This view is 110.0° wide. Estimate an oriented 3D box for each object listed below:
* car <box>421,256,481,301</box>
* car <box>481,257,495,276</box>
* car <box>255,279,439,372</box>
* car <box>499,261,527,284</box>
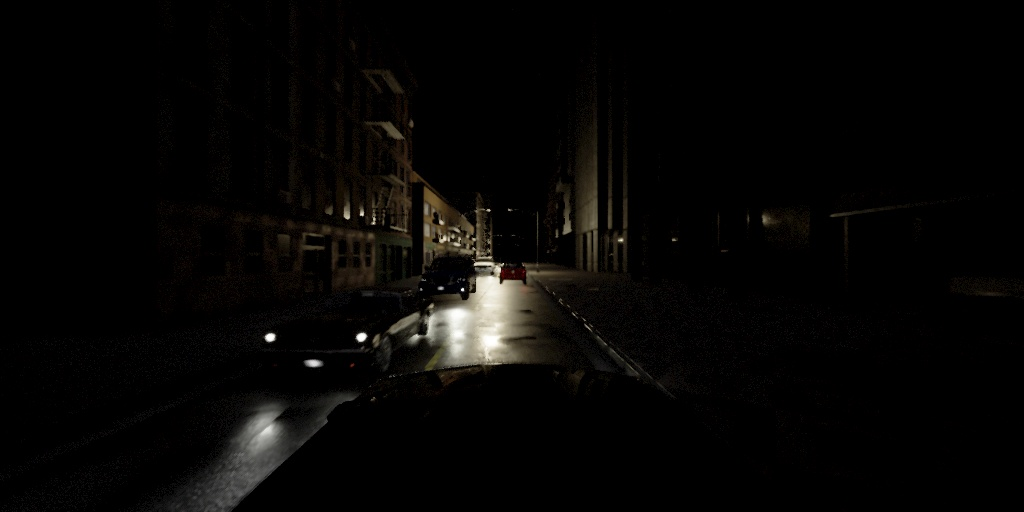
[{"bbox_3d":[-3.054,1.027,18.250,2.150,2.045,5.566,0,0,0],"label":"car"},{"bbox_3d":[-3.104,1.118,40.762,2.150,2.045,5.566,0,0,0],"label":"car"},{"bbox_3d":[-3.094,1.372,7.800,1.895,1.301,4.718,0,0,0],"label":"car"},{"bbox_3d":[0.082,1.199,28.515,2.097,1.767,4.553,0,0,0],"label":"car"}]
